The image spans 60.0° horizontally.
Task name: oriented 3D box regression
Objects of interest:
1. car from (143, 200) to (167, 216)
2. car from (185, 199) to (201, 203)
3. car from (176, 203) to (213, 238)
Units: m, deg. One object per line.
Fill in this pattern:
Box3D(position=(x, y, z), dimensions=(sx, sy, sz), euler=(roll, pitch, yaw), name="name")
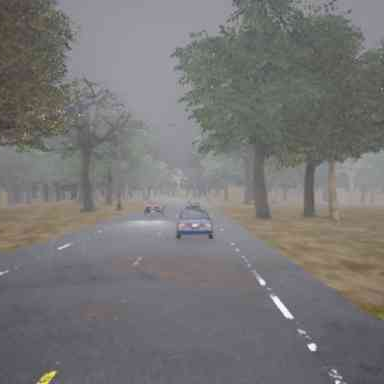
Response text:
Box3D(position=(-3.487, 1.423, 31.795), dimensions=(1.895, 1.301, 4.718), euler=(0, 0, 0), name="car")
Box3D(position=(0.139, 1.586, 42.299), dimensions=(2.033, 1.411, 5.357), euler=(0, 0, 0), name="car")
Box3D(position=(0.122, 1.557, 17.614), dimensions=(2.033, 1.411, 5.357), euler=(0, 0, 0), name="car")
